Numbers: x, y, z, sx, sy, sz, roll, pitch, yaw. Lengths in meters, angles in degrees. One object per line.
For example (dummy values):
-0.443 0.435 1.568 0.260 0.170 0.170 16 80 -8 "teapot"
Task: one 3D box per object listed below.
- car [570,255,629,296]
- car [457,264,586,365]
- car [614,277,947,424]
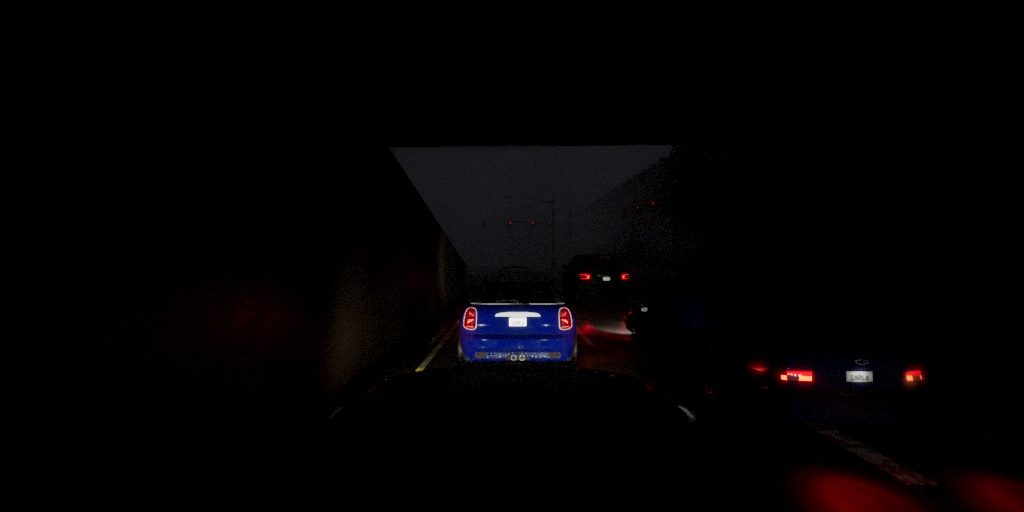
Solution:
3.647 0.971 16.474 2.150 2.045 5.566 0 0 0 "car"
0.108 1.102 7.999 2.097 1.767 4.553 0 0 0 "car"
3.611 1.297 6.228 2.033 1.411 5.357 0 0 0 "car"
